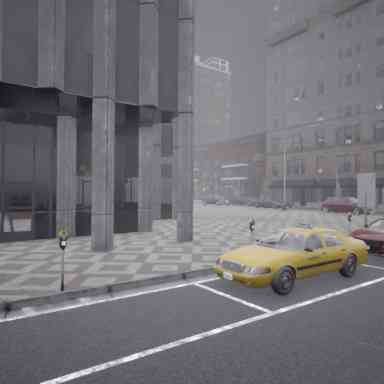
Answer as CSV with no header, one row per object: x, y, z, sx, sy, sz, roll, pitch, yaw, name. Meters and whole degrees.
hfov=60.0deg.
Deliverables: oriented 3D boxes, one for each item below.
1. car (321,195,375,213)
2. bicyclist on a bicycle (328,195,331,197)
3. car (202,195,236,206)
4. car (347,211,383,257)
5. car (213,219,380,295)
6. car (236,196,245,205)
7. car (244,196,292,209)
14.543,1.198,31.127,2.097,1.767,4.553,1,0,-35,car
16.313,1.159,39.451,1.656,1.620,0.582,0,0,-35,bicyclist on a bicycle
3.367,1.162,47.018,2.128,1.511,4.902,1,0,-35,car
7.472,1.547,12.077,4.507,1.381,1.887,0,1,-35,car
2.753,1.527,8.714,4.829,1.417,1.752,0,1,-35,car
7.475,1.274,46.728,2.033,1.411,5.357,1,0,-35,car
9.035,1.307,38.947,2.033,1.411,5.357,1,0,-35,car
